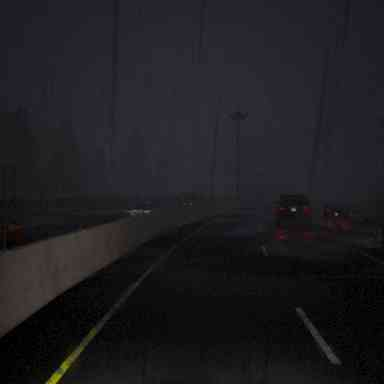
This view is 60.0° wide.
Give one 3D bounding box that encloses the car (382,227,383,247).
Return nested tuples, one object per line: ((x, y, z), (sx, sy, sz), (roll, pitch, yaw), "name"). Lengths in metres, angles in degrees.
((8.025, 1.464, 10.834), (1.882, 1.535, 5.008), (0, 0, 7), "car")

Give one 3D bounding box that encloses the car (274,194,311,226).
((6.931, 1.168, 22.974), (2.150, 2.045, 5.566), (0, 0, 15), "car")

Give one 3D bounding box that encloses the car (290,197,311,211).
((13.427, 1.398, 40.913), (2.128, 1.511, 4.902), (0, 0, 22), "car")

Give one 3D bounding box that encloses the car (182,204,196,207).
((-0.941, 1.082, 43.298), (2.150, 2.045, 5.566), (0, 0, 22), "car")

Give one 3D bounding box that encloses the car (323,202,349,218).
((12.750, 1.541, 29.686), (1.895, 1.301, 4.718), (0, 0, 20), "car")
